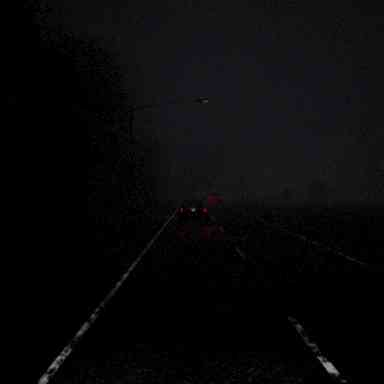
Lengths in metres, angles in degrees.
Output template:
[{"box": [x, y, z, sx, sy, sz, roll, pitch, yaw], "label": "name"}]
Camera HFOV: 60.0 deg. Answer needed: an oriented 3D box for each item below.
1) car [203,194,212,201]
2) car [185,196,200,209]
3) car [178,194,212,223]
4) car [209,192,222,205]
[{"box": [3.479, 1.224, 73.519, 1.812, 1.442, 4.674, 0, 0, 0], "label": "car"}, {"box": [0.085, 1.321, 44.295, 1.837, 1.490, 4.892, 0, 0, 0], "label": "car"}, {"box": [0.091, 1.250, 24.401, 2.097, 1.767, 4.553, 0, 0, 0], "label": "car"}, {"box": [3.585, 0.998, 54.301, 2.150, 2.045, 5.566, 0, 0, 0], "label": "car"}]
